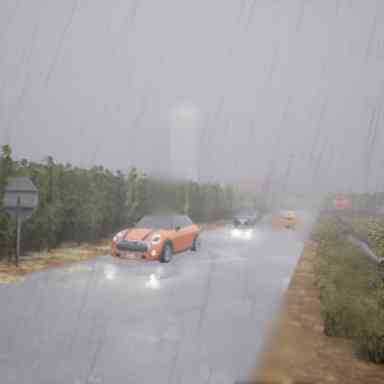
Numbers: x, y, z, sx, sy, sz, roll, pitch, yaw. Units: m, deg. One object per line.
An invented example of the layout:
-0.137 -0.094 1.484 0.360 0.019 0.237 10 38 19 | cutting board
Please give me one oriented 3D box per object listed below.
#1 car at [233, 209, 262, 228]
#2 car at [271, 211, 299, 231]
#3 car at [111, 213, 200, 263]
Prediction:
5.068 2.320 29.731 2.128 1.511 4.902 1 -1 22 | car
7.921 2.329 28.118 1.882 1.535 5.008 1 -1 21 | car
-1.291 1.676 13.490 2.097 1.767 4.553 1 -2 21 | car
